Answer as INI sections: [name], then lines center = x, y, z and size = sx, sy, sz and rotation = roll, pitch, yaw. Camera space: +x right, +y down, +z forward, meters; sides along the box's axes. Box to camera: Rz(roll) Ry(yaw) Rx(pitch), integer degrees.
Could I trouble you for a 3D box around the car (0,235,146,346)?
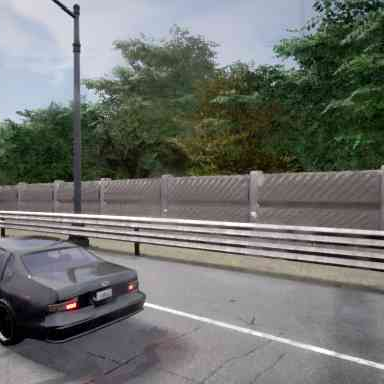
[car]
center = -3.321, 1.569, 6.376
size = 5.357, 1.411, 2.033
rotation = 0, 0, 36
